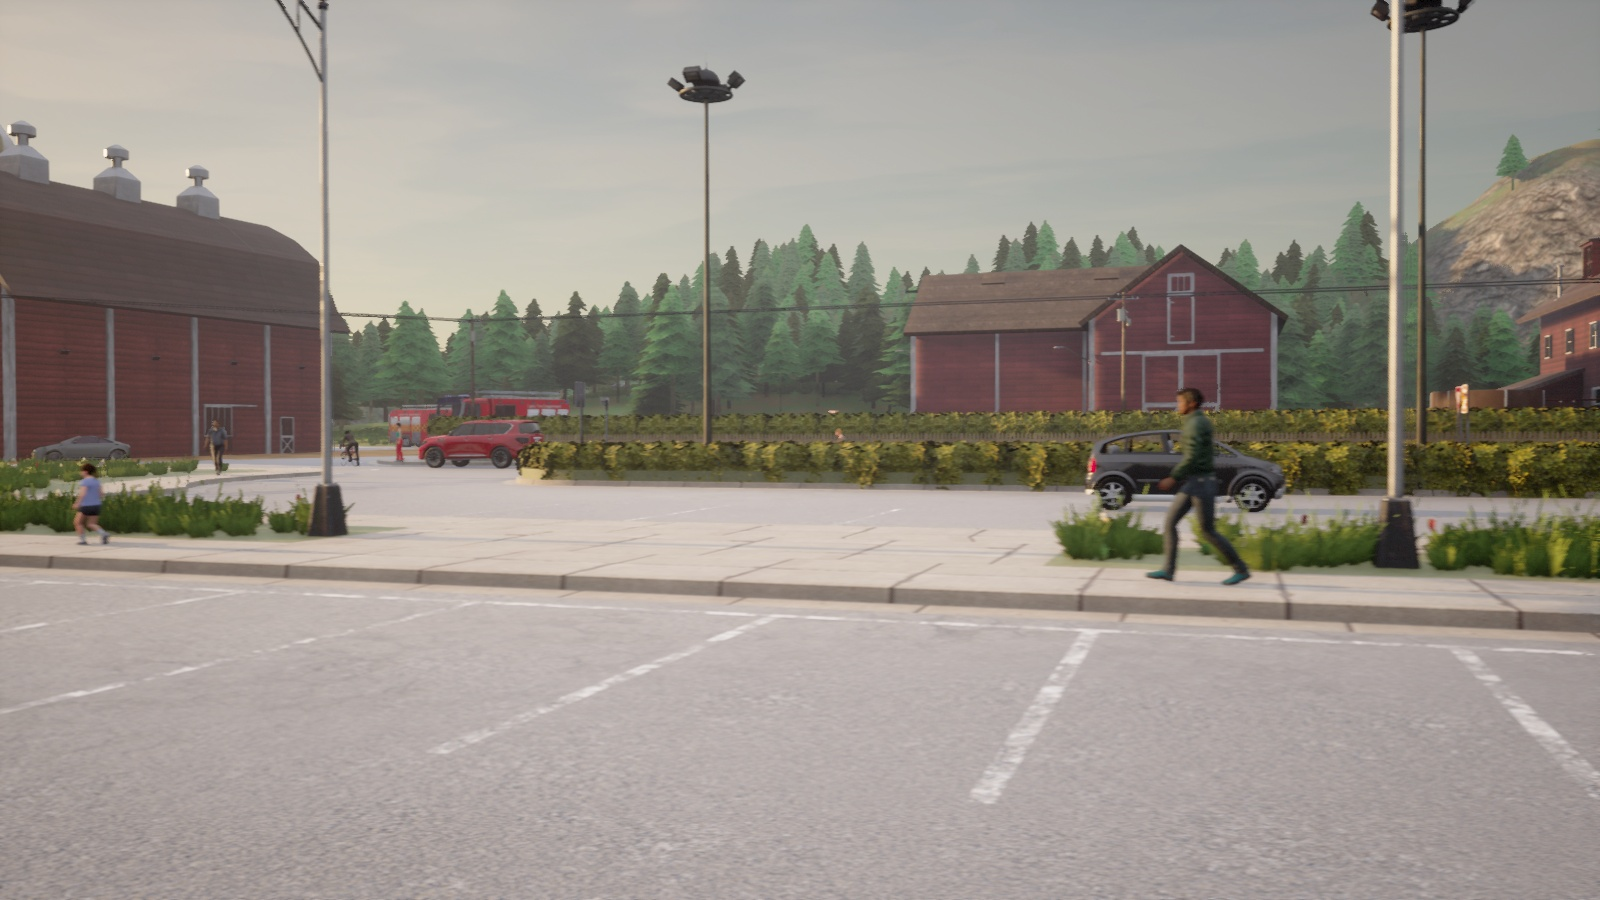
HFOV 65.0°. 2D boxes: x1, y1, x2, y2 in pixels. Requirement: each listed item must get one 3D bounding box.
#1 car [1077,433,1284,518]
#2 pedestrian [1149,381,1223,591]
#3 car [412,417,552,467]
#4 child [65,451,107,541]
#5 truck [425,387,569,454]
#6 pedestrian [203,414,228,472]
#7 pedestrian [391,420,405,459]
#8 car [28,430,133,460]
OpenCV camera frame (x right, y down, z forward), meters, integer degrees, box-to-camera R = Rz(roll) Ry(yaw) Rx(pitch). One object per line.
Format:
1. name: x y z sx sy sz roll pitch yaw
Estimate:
1. car: 7.354 0.443 24.342 3.705 1.549 1.789 0 1 19
2. pedestrian: 3.473 0.314 11.315 0.614 1.847 0.353 0 1 16
3. car: -13.591 -0.366 53.693 5.566 2.045 2.150 1 1 19
4. child: -9.000 0.574 15.839 0.394 1.110 0.255 0 1 16
5. truck: -18.261 -1.778 76.281 2.891 3.827 8.468 1 1 38
6. pedestrian: -18.795 -0.236 40.392 0.540 1.848 0.694 0 1 -10
7. pedestrian: -18.828 -0.496 58.833 0.594 1.836 0.345 0 1 -9
8. car: -34.673 -0.277 60.542 4.181 1.385 1.994 -1 1 -37
